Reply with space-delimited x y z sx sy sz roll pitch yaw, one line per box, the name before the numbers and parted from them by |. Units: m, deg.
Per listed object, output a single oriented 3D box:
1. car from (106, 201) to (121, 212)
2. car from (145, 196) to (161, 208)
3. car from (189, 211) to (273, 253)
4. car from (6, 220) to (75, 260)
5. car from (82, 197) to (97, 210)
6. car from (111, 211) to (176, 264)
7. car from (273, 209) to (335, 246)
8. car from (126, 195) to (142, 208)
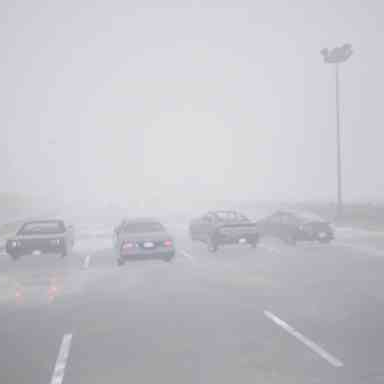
car | -10.923 1.990 46.516 2.033 1.411 5.357 -1 0 -16
car | -6.792 1.651 57.860 2.150 2.045 5.566 -1 0 -15
car | 1.191 1.548 14.246 2.128 1.511 4.902 -1 0 -15
car | -5.827 1.777 13.413 1.895 1.301 4.718 -1 0 -15
car | -16.719 1.809 54.349 2.150 2.045 5.566 -1 0 -15
car | -1.920 1.648 12.316 2.033 1.411 5.357 -1 0 -15
car | 4.535 1.527 15.282 1.812 1.442 4.674 -1 0 -15
car | -10.313 1.842 57.485 2.097 1.767 4.553 -1 0 -15
